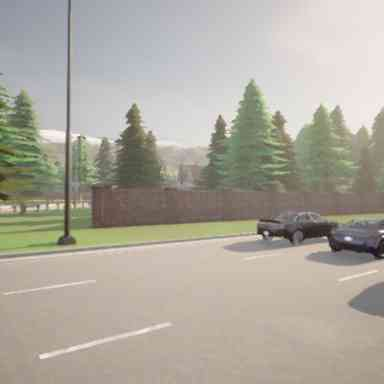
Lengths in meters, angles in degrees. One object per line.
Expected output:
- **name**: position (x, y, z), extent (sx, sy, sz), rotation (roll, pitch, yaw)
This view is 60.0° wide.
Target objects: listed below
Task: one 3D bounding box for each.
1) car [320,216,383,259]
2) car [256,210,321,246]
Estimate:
- **car**: position (7.424, 1.719, 13.441), extent (4.181, 1.385, 1.994), rotation (1, 0, -35)
- **car**: position (5.297, 1.646, 16.224), extent (4.902, 1.511, 2.128), rotation (1, 0, -35)
